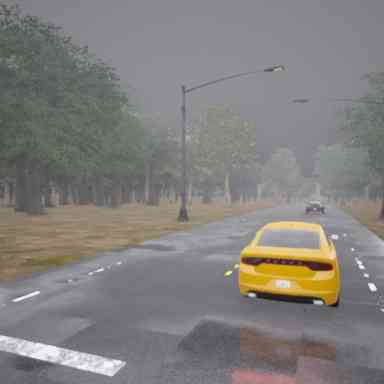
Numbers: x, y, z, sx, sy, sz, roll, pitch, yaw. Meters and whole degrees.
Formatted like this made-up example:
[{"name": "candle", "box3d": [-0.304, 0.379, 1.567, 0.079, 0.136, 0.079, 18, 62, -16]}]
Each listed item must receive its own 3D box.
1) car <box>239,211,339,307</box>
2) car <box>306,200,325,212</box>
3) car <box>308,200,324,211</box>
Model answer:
[{"name": "car", "box3d": [2.504, 1.468, 8.170, 1.882, 1.535, 5.008, 0, 0, 21]}, {"name": "car", "box3d": [13.522, 1.604, 36.440, 1.812, 1.442, 4.674, 0, -1, 22]}, {"name": "car", "box3d": [17.068, 1.779, 45.709, 2.033, 1.411, 5.357, 0, -1, 21]}]
